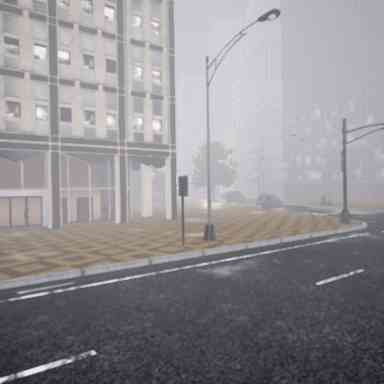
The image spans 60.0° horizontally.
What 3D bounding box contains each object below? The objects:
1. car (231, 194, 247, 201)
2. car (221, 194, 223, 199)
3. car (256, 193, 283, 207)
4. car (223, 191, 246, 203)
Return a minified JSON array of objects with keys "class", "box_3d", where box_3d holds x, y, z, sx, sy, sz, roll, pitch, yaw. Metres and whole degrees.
[{"class":"car","box_3d":[9.279,1.065,65.716,1.812,1.442,4.674,-1,0,-8]},{"class":"car","box_3d":[7.944,0.786,75.627,2.097,1.767,4.553,-1,0,-8]},{"class":"car","box_3d":[9.472,0.969,41.015,2.097,1.767,4.553,-1,0,-8]},{"class":"car","box_3d":[7.390,0.823,56.714,2.150,2.045,5.566,-1,0,-7]}]
